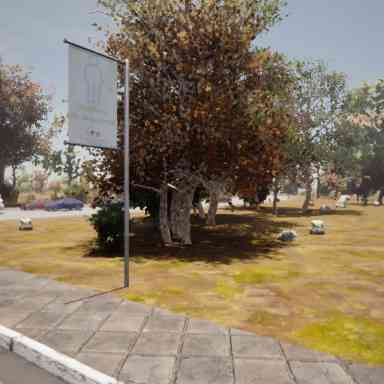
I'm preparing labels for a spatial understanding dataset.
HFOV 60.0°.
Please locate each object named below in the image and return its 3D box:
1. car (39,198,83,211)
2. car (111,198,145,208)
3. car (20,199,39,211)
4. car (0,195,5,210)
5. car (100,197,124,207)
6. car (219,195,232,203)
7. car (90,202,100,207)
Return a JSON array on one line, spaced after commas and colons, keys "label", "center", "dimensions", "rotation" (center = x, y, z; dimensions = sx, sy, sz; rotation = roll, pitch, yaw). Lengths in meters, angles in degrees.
[{"label": "car", "center": [-15.411, 1.514, 40.131], "dimensions": [1.812, 1.442, 4.674], "rotation": [0, 0, 38]}, {"label": "car", "center": [-9.213, 1.556, 48.074], "dimensions": [1.895, 1.301, 4.718], "rotation": [0, 0, 37]}, {"label": "car", "center": [-18.973, 1.555, 41.265], "dimensions": [1.994, 1.385, 4.181], "rotation": [0, 0, 39]}, {"label": "car", "center": [-21.424, 1.221, 32.567], "dimensions": [2.150, 2.045, 5.566], "rotation": [0, 0, 39]}, {"label": "car", "center": [-8.855, 1.573, 42.465], "dimensions": [1.895, 1.301, 4.718], "rotation": [0, 0, 38]}, {"label": "car", "center": [5.960, 1.300, 63.166], "dimensions": [1.882, 1.535, 5.008], "rotation": [0, 0, 33]}, {"label": "car", "center": [-12.720, 1.465, 49.255], "dimensions": [1.837, 1.490, 4.892], "rotation": [0, 0, 37]}]
